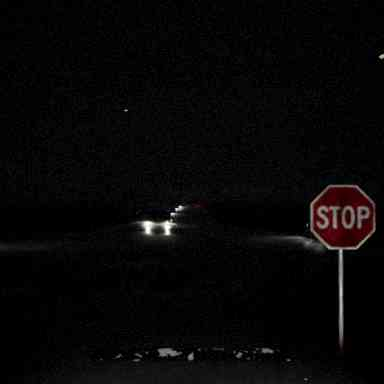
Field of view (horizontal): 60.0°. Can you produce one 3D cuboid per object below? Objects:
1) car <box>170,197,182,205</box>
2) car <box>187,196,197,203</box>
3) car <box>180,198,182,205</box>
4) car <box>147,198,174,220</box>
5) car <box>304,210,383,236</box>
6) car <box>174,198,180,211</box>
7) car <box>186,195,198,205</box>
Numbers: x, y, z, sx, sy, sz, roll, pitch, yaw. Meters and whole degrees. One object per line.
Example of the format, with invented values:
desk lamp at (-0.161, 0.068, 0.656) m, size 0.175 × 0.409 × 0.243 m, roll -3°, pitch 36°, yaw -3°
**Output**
car at (-2.818, 1.649, 59.186) m, size 1.895 × 1.301 × 4.718 m, roll 0°, pitch 0°, yaw 0°
car at (-0.014, 1.605, 71.029) m, size 1.994 × 1.385 × 4.181 m, roll 0°, pitch 0°, yaw 0°
car at (-2.832, 1.589, 48.929) m, size 2.033 × 1.411 × 5.357 m, roll 0°, pitch 0°, yaw 0°
car at (-2.801, 1.499, 28.986) m, size 1.882 × 1.535 × 5.008 m, roll 0°, pitch 0°, yaw -2°
car at (8.364, 1.545, 16.190) m, size 5.357 × 1.411 × 2.033 m, roll 0°, pitch -1°, yaw -5°
car at (-2.843, 1.579, 38.796) m, size 2.033 × 1.411 × 5.357 m, roll 0°, pitch 0°, yaw 0°
car at (0.021, 1.401, 60.824) m, size 2.097 × 1.767 × 4.553 m, roll 0°, pitch 0°, yaw 0°
